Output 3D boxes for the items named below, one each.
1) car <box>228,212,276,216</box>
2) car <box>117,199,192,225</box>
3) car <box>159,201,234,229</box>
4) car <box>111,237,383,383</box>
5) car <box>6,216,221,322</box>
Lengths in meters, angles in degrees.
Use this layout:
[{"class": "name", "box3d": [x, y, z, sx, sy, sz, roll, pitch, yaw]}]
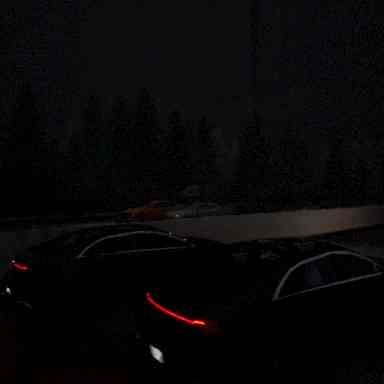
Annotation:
[{"class": "car", "box3d": [2.604, 1.330, 18.753, 5.008, 1.535, 1.882, -1, 0, -36]}, {"class": "car", "box3d": [-2.591, 1.347, 23.645, 5.008, 1.535, 1.882, -1, 0, -36]}, {"class": "car", "box3d": [0.377, 1.381, 21.463, 4.674, 1.442, 1.812, -1, 0, -36]}, {"class": "car", "box3d": [1.596, 1.445, 4.886, 4.902, 1.511, 2.128, -1, 0, -36]}, {"class": "car", "box3d": [-1.210, 1.456, 7.185, 4.902, 1.511, 2.128, -1, 0, -36]}]
